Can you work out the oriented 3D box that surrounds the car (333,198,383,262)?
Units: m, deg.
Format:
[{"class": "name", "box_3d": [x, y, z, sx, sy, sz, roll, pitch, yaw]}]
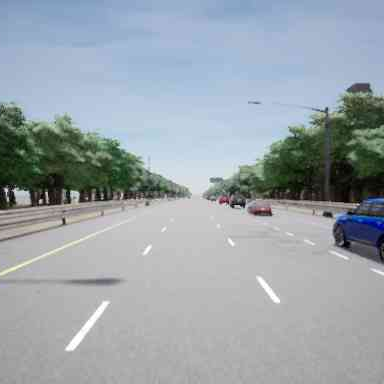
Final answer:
[{"class": "car", "box_3d": [7.010, 1.230, 11.679, 2.150, 2.045, 5.566, 0, 0, 0]}]

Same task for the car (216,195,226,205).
[{"class": "car", "box_3d": [7.330, 1.824, 76.347, 2.150, 2.045, 5.566, 0, -1, 1]}]

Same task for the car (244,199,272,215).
[{"class": "car", "box_3d": [7.073, 1.680, 35.120, 1.994, 1.385, 4.181, 0, 0, 0]}]

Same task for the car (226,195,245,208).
[{"class": "car", "box_3d": [7.160, 1.510, 52.781, 2.150, 2.045, 5.566, 0, -1, 0]}]
